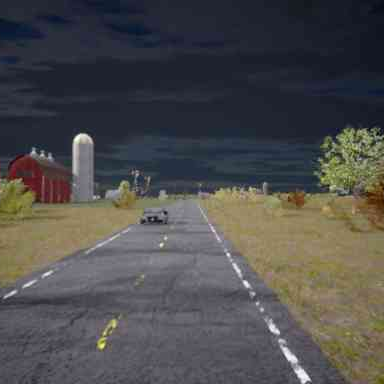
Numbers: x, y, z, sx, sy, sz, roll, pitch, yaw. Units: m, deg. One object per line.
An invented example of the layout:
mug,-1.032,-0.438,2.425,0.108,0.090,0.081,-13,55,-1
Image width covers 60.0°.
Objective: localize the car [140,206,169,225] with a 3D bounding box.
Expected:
car,-2.849,1.808,25.953,1.994,1.385,4.181,0,-1,0
